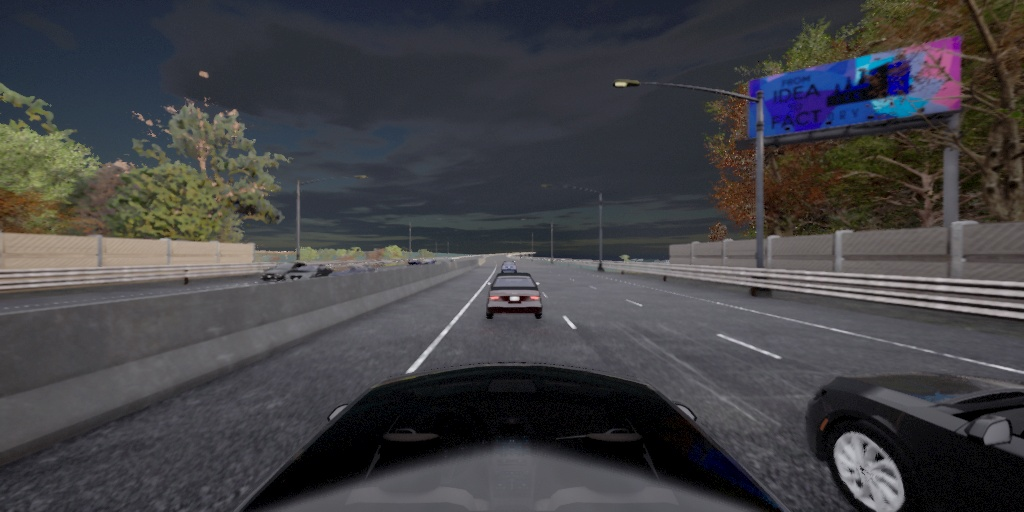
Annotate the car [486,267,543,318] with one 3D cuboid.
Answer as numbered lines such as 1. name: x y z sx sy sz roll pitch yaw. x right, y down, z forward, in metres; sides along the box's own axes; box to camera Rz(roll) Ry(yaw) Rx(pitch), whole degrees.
1. car: 0.058 1.296 13.017 2.033 1.411 5.357 0 0 0

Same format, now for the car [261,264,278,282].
1. car: -17.815 1.250 28.687 1.837 1.490 4.892 0 0 -1

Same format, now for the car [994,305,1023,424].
1. car: 7.092 1.313 2.443 1.994 1.385 4.181 0 0 0

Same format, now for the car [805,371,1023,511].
1. car: 3.593 1.254 1.256 1.837 1.490 4.892 0 0 0

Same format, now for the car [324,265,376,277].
1. car: -10.762 1.347 24.892 1.895 1.301 4.718 0 0 -1

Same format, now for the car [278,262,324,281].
1. car: -14.273 1.310 25.670 1.994 1.385 4.181 0 0 -1

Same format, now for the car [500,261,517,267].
1. car: -0.369 1.278 42.044 2.033 1.411 5.357 0 0 -1
